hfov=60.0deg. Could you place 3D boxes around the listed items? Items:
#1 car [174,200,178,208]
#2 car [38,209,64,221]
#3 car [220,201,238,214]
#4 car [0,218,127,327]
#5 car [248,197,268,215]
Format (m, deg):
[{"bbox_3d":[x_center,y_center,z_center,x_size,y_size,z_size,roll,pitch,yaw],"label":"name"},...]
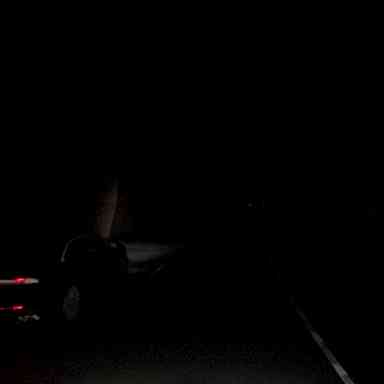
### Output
[{"bbox_3d":[-2.554,2.090,56.612,1.837,1.490,4.892,0,0,14],"label":"car"},{"bbox_3d":[-8.602,1.639,17.311,2.128,1.511,4.902,0,-1,11],"label":"car"},{"bbox_3d":[4.679,1.936,41.600,1.882,1.535,5.008,0,-1,14],"label":"car"},{"bbox_3d":[-2.842,1.557,7.219,2.128,1.511,4.902,0,-1,5],"label":"car"},{"bbox_3d":[8.009,1.680,40.490,2.150,2.045,5.566,0,-1,14],"label":"car"}]
